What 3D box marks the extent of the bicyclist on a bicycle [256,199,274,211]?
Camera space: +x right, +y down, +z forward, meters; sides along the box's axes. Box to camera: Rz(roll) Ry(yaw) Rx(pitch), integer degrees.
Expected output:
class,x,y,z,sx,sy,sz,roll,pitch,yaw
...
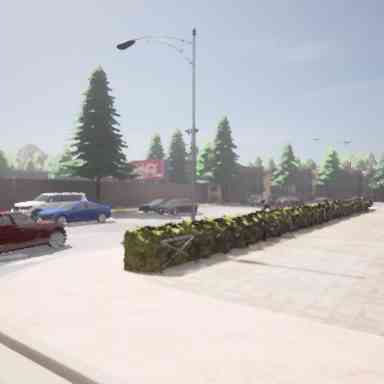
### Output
class,x,y,z,sx,sy,sz,roll,pitch,yaw
bicyclist on a bicycle,4.242,1.253,19.120,1.656,1.620,0.582,0,0,36

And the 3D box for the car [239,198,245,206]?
class,x,y,z,sx,sy,sz,roll,pitch,yaw
car,9.102,1.213,50.269,2.097,1.767,4.553,1,0,44

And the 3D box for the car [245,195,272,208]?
class,x,y,z,sx,sy,sz,roll,pitch,yaw
car,9.945,1.430,45.906,2.033,1.411,5.357,0,0,40

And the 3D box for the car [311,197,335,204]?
class,x,y,z,sx,sy,sz,roll,pitch,yaw
car,17.113,1.421,43.137,2.128,1.511,4.902,1,0,44

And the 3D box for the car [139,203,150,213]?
class,x,y,z,sx,sy,sz,roll,pitch,yaw
car,-3.078,1.404,34.536,2.033,1.411,5.357,0,0,36

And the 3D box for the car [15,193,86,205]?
class,x,y,z,sx,sy,sz,roll,pitch,yaw
car,-10.282,1.077,24.614,2.150,2.045,5.566,0,0,36

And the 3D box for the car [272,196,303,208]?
class,x,y,z,sx,sy,sz,roll,pitch,yaw
car,12.820,1.257,43.668,2.097,1.767,4.553,0,0,41

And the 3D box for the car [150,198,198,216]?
class,x,y,z,sx,sy,sz,roll,pitch,yaw
car,-1.295,1.385,31.022,1.837,1.490,4.892,0,0,36

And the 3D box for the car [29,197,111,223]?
class,x,y,z,sx,sy,sz,roll,pitch,yaw
car,-7.739,1.356,22.159,1.882,1.535,5.008,0,0,36

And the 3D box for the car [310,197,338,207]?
class,x,y,z,sx,sy,sz,roll,pitch,yaw
car,20.150,1.482,50.651,4.181,1.385,1.994,0,0,-34

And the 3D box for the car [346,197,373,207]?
class,x,y,z,sx,sy,sz,roll,pitch,yaw
car,24.877,1.438,49.442,4.902,1.511,2.128,0,0,-31

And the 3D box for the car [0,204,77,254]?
class,x,y,z,sx,sy,sz,roll,pitch,yaw
car,-6.566,1.401,11.586,1.882,1.535,5.008,-2,0,20
